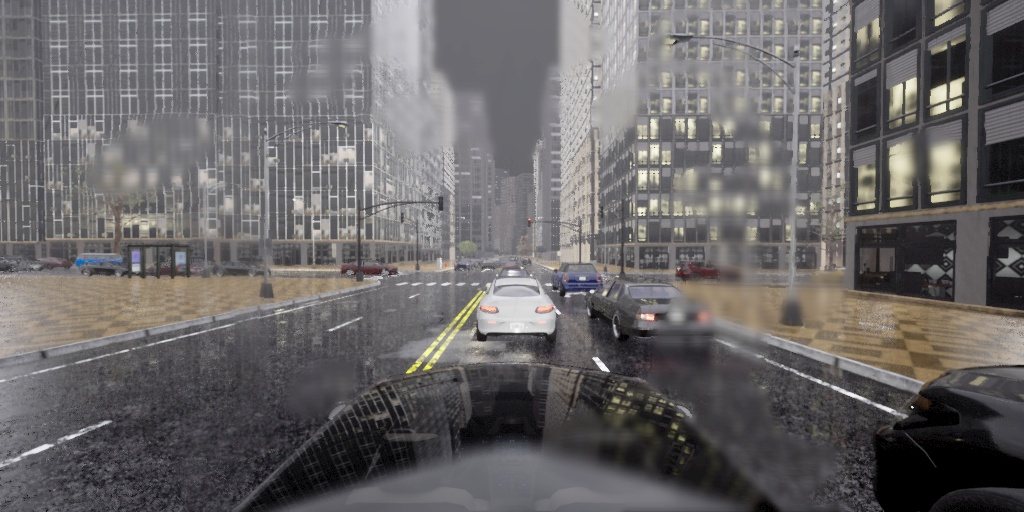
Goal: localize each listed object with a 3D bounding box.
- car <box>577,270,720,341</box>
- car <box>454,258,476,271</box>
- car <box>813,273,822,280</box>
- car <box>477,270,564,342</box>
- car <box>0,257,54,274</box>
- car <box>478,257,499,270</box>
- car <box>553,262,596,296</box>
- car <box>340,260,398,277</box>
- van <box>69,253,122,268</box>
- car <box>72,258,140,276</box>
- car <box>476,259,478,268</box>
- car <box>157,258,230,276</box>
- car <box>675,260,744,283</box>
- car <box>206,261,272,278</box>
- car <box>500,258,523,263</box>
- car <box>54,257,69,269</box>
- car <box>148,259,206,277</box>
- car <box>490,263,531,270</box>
[{"bbox_3d":[3.359,1.292,9.810,2.033,1.411,5.357,0,0,0],"label":"car"},{"bbox_3d":[-6.584,1.062,49.272,2.097,1.767,4.553,0,0,1],"label":"car"},{"bbox_3d":[27.665,1.575,29.533,4.829,1.417,1.751,0,0,1],"label":"car"},{"bbox_3d":[0.106,1.271,9.671,1.812,1.442,4.674,0,0,0],"label":"car"},{"bbox_3d":[-46.872,0.832,33.553,4.902,1.511,2.128,0,1,2],"label":"car"},{"bbox_3d":[-3.300,1.255,51.255,2.033,1.411,5.357,0,0,0],"label":"car"},{"bbox_3d":[3.364,1.090,19.195,2.097,1.767,4.553,0,0,0],"label":"car"},{"bbox_3d":[-13.099,1.121,33.054,5.008,1.535,1.882,0,1,-3],"label":"car"},{"bbox_3d":[-45.256,0.601,39.285,3.998,1.789,1.690,0,0,1],"label":"van"},{"bbox_3d":[-34.072,1.066,30.615,4.313,1.339,1.948,0,0,1],"label":"car"},{"bbox_3d":[-6.539,1.204,58.369,1.837,1.490,4.892,0,0,0],"label":"car"},{"bbox_3d":[-29.346,0.993,33.147,4.902,1.511,2.128,0,1,1],"label":"car"},{"bbox_3d":[16.217,1.265,29.739,5.009,1.841,2.192,0,0,1],"label":"car"},{"bbox_3d":[-22.707,1.170,30.299,4.313,1.339,1.948,0,0,1],"label":"car"},{"bbox_3d":[-0.073,1.280,45.892,1.994,1.385,4.181,0,0,4],"label":"car"},{"bbox_3d":[-50.938,0.789,39.405,4.207,1.307,1.802,0,0,1],"label":"car"},{"bbox_3d":[-28.391,1.135,30.437,4.207,1.307,1.802,0,0,1],"label":"car"},{"bbox_3d":[0.114,1.286,18.916,2.033,1.411,5.357,0,0,0],"label":"car"}]
